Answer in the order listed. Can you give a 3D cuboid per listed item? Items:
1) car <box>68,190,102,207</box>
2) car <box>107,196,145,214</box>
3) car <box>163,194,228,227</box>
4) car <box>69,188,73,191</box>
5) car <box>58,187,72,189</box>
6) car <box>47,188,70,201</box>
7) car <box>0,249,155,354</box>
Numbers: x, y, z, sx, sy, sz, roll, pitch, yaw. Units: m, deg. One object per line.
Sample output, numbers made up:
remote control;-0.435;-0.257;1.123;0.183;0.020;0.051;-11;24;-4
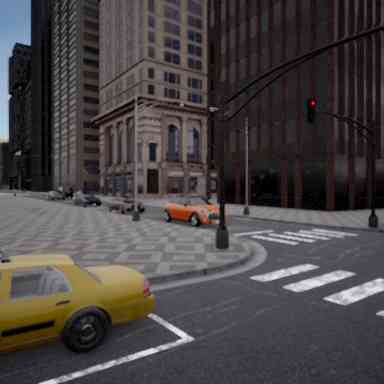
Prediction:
car;-11.765;0.845;36.995;2.033;1.411;5.357;0;1;-36
car;-5.668;1.061;28.477;1.994;1.385;4.181;0;1;-35
car;0.145;1.043;20.359;2.097;1.767;4.553;0;1;-36
car;-15.610;0.567;47.759;1.882;1.535;5.008;0;1;-35
car;-21.578;0.125;56.014;2.150;2.045;5.566;0;1;-36
car;-19.653;0.552;48.131;1.837;1.490;4.892;0;1;-35
car;-2.891;1.525;4.587;4.829;1.417;1.752;0;0;-36
